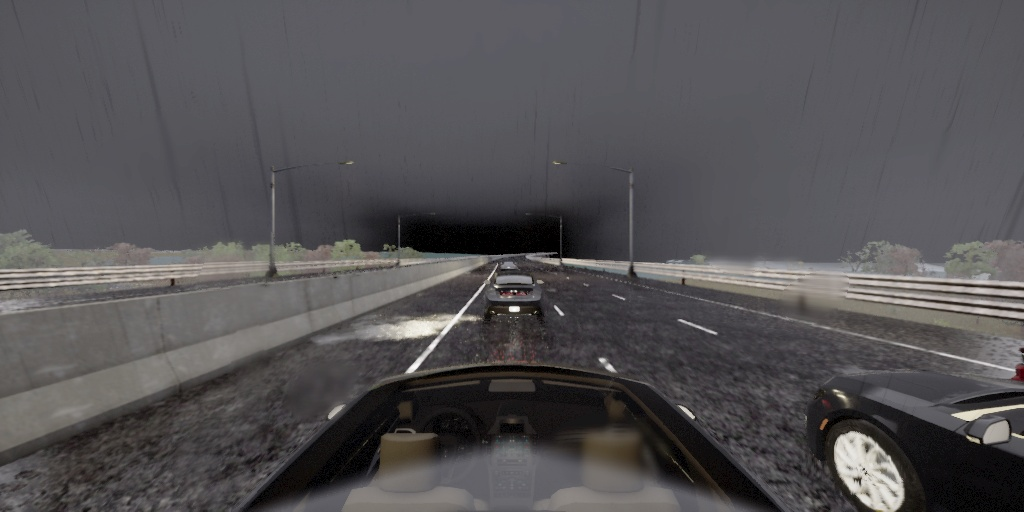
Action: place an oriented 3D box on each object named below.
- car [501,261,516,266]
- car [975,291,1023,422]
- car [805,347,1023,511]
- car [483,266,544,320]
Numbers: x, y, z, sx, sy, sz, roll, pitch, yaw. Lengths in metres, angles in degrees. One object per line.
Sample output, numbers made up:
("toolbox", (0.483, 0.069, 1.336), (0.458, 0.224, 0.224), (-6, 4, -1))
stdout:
("car", (-0.419, 1.277, 43.469), (1.994, 1.385, 4.181), (0, 0, -1))
("car", (7.092, 1.226, 2.257), (1.882, 1.535, 5.008), (0, 0, 0))
("car", (3.593, 1.254, 1.260), (1.837, 1.490, 4.892), (0, 0, 0))
("car", (0.053, 1.252, 12.557), (1.837, 1.490, 4.892), (0, 0, 0))
